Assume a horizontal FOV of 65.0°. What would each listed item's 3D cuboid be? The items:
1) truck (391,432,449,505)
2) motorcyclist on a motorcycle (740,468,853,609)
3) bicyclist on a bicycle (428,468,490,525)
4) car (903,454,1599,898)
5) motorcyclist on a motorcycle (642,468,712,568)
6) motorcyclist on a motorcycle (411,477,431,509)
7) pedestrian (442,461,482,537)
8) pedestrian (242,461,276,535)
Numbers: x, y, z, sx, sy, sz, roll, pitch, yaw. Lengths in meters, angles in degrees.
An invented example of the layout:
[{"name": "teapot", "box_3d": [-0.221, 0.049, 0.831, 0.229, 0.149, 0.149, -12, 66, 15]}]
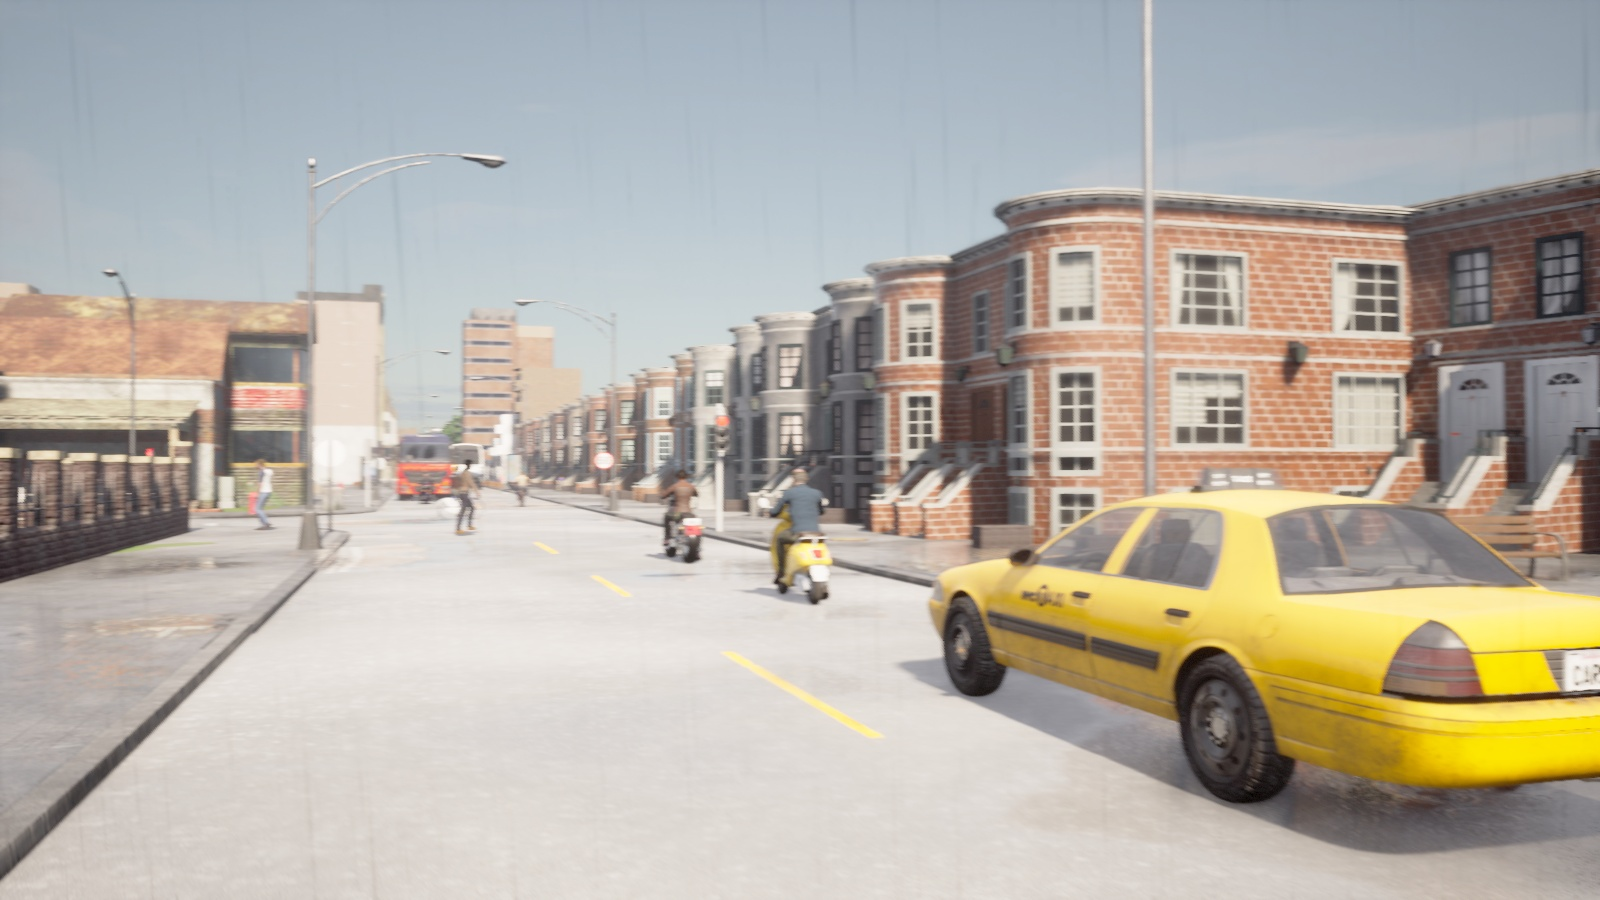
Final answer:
[{"name": "truck", "box_3d": [-21.211, 1.043, 69.999, 2.891, 3.827, 8.468, 0, -1, -17]}, {"name": "motorcyclist on a motorcycle", "box_3d": [-0.073, 1.028, 15.301, 0.866, 1.590, 1.817, 0, -1, -17]}, {"name": "bicyclist on a bicycle", "box_3d": [-10.954, 1.476, 40.383, 0.659, 1.776, 1.843, -4, -2, 38]}, {"name": "car", "box_3d": [2.449, 0.853, 7.310, 1.801, 1.575, 5.366, 0, -1, -17]}, {"name": "motorcyclist on a motorcycle", "box_3d": [-2.200, 1.162, 22.155, 0.766, 1.649, 2.350, 0, -1, -17]}, {"name": "motorcyclist on a motorcycle", "box_3d": [-18.269, 2.054, 60.512, 0.866, 1.530, 2.191, 0, -1, -17]}, {"name": "pedestrian", "box_3d": [-8.228, 1.180, 30.542, 0.869, 1.805, 0.328, 0, -1, -32]}, {"name": "pedestrian", "box_3d": [-13.518, 1.187, 31.399, 0.706, 1.836, 0.354, -1, -1, -3]}]
